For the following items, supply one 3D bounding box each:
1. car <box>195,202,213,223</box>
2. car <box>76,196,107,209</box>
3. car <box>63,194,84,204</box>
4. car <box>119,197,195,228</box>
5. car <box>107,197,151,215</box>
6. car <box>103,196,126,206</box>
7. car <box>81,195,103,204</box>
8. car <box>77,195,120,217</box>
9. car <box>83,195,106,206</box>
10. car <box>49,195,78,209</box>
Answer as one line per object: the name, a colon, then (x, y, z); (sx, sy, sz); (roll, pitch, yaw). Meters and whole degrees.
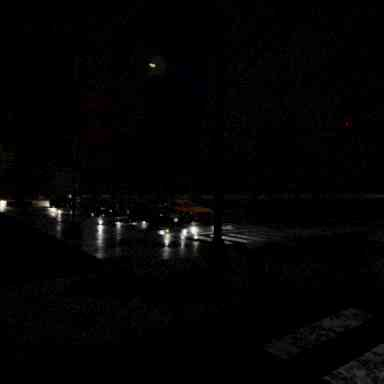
car: (-0.525, 1.300, 23.471); (1.882, 1.535, 5.008); (1, 0, -35)
car: (-12.026, 1.235, 39.636); (2.033, 1.411, 5.357); (1, 0, -34)
car: (-20.411, 1.178, 57.150); (2.128, 1.511, 4.902); (1, -1, -35)
car: (-2.303, 1.262, 20.366); (2.128, 1.511, 4.902); (1, 0, -36)
car: (-6.018, 1.249, 31.180); (2.128, 1.511, 4.902); (1, 0, -36)
car: (-11.936, 1.330, 50.947); (1.994, 1.385, 4.181); (1, -1, -35)
car: (-17.765, 1.296, 59.035); (2.033, 1.411, 5.357); (1, -1, -35)
car: (-7.769, 1.210, 28.038); (1.837, 1.490, 4.892); (1, 0, -36)
car: (-14.332, 1.211, 48.691); (1.837, 1.490, 4.892); (1, 0, -34)
car: (-14.964, 1.123, 38.156); (1.837, 1.490, 4.892); (1, 1, -35)
